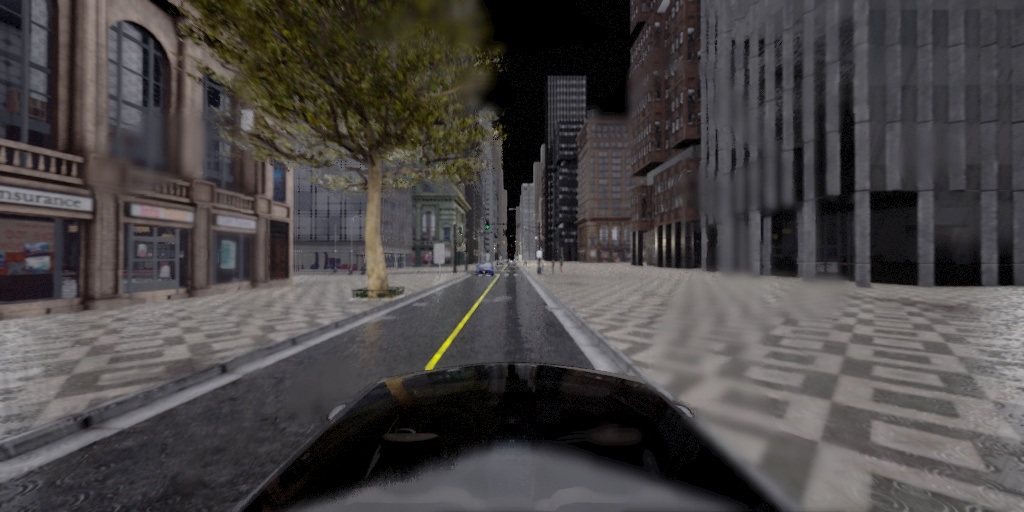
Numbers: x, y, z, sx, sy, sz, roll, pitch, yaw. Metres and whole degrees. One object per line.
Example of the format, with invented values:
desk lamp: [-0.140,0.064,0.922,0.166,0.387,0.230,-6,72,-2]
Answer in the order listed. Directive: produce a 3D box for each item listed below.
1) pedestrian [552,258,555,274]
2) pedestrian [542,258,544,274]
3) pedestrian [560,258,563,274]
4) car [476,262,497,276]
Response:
pedestrian: [4.629,1.093,40.495,0.375,1.860,0.375,0,0,0]
pedestrian: [3.629,1.104,41.694,0.375,1.860,0.375,0,0,0]
pedestrian: [5.629,1.086,41.095,0.375,1.860,0.375,0,0,0]
car: [-3.006,1.480,40.946,1.882,1.535,5.008,0,0,0]
